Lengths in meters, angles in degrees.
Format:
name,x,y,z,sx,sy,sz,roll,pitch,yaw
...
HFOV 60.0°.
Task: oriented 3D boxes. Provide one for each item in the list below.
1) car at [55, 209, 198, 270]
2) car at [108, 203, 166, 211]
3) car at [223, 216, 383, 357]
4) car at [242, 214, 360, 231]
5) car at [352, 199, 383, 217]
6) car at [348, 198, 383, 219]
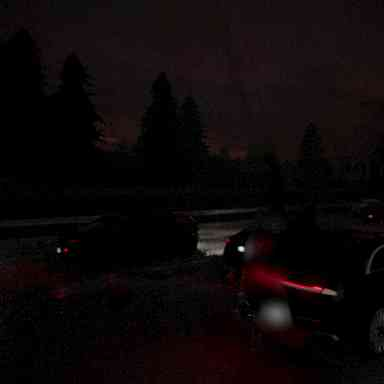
name,x,y,z,sx,sy,sz,roll,pitch,yaw
car,-1.972,1.490,10.937,4.674,1.442,1.812,-1,0,-36
car,-1.950,1.296,15.252,4.553,1.767,2.097,-1,0,-36
car,3.130,1.445,5.979,4.902,1.511,2.128,-1,0,-35
car,2.968,1.500,10.162,4.181,1.385,1.994,-1,0,-36
car,12.755,1.299,21.441,5.008,1.535,1.882,-1,0,-36
car,14.950,1.307,27.322,4.674,1.442,1.812,-1,0,-36
